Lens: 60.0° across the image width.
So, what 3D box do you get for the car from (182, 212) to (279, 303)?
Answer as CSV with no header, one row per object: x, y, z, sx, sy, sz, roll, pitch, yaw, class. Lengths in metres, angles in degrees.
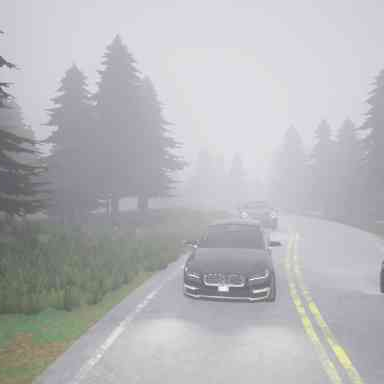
1.092,1.496,8.415,1.837,1.490,4.892,-1,0,12,car

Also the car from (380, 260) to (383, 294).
4.494,1.308,4.645,2.097,1.767,4.553,-1,0,8,car

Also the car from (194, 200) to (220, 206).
1.924,1.799,44.862,1.812,1.442,4.674,3,-5,-35,car

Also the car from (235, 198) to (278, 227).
3.878,1.270,20.368,2.097,1.767,4.553,-1,0,5,car

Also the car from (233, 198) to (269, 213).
6.207,1.410,35.737,1.837,1.490,4.892,2,-1,-16,car
